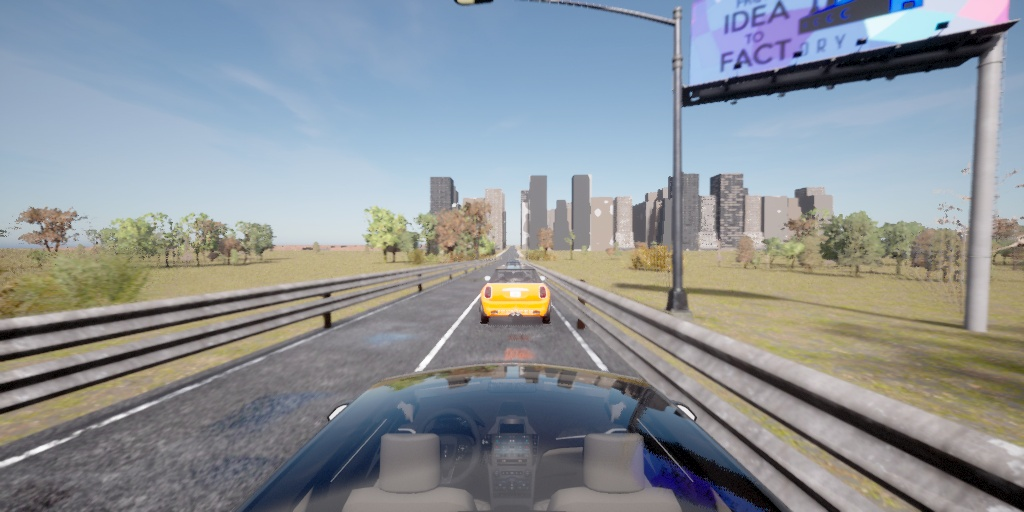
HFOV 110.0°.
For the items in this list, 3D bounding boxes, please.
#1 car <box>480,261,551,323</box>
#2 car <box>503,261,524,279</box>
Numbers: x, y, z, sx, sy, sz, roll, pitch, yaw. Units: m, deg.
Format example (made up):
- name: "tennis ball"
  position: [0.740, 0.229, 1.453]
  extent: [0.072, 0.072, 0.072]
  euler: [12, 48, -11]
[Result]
- name: "car"
  position: [0.101, 1.099, 12.320]
  extent: [2.097, 1.767, 4.553]
  euler: [0, 0, 0]
- name: "car"
  position: [0.102, 1.245, 34.065]
  extent: [1.837, 1.490, 4.892]
  euler: [0, 0, 0]
